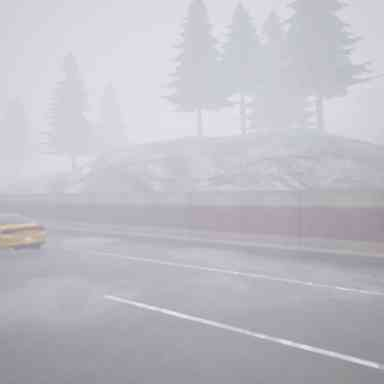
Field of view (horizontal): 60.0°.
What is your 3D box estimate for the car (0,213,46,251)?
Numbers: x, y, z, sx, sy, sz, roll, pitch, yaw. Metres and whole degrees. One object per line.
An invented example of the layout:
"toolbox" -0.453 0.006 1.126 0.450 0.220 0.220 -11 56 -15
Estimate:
"car" -8.136 1.637 13.888 5.008 1.535 1.882 0 0 35
